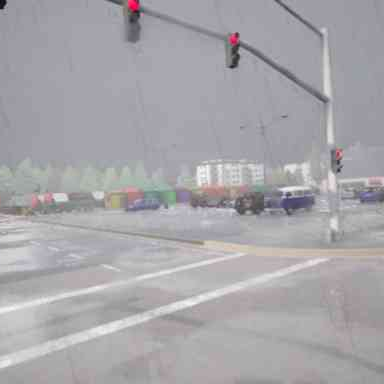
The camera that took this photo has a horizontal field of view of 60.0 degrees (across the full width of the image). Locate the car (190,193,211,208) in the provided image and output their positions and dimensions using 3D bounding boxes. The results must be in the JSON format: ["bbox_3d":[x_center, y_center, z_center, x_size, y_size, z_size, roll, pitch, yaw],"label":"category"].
[{"bbox_3d":[1.911,1.053,42.459,4.605,1.855,1.932,-3,0,-38],"label":"car"}]

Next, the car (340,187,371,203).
[{"bbox_3d":[20.819,0.233,42.912,3.806,1.475,1.970,-3,0,-38],"label":"car"}]

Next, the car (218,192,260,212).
[{"bbox_3d":[5.408,1.101,38.106,3.806,1.475,1.970,-3,0,-38],"label":"car"}]

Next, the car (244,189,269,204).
[{"bbox_3d":[10.300,0.574,56.135,4.605,1.855,1.932,-3,0,-38],"label":"car"}]

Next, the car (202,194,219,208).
[{"bbox_3d":[3.619,1.169,40.381,3.905,1.438,1.784,-3,0,-38],"label":"car"}]

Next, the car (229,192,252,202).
[{"bbox_3d":[8.574,0.881,58.451,3.905,1.438,1.784,-3,0,-38],"label":"car"}]

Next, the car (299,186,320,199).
[{"bbox_3d":[24.034,-0.200,66.986,3.866,1.878,1.905,-3,0,-38],"label":"car"}]
